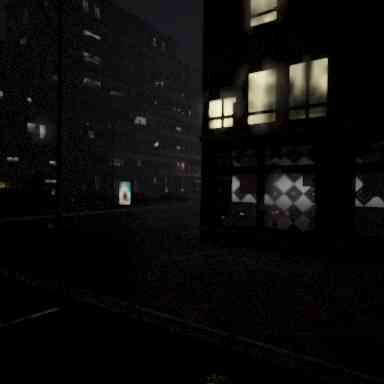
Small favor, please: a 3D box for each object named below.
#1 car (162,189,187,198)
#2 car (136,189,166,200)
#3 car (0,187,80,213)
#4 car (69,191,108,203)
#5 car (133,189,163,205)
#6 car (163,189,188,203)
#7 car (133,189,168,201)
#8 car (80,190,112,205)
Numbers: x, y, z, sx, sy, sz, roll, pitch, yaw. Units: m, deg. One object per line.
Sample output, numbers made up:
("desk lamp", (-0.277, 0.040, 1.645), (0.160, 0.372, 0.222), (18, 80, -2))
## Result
("car", (-2.824, 0.256, 53.426), (1.802, 1.307, 4.206), (3, 3, 35))
("car", (-5.993, 0.331, 48.876), (2.008, 1.369, 4.403), (3, 3, 35))
("car", (-11.760, 0.657, 25.928), (2.192, 1.841, 5.009), (2, 2, 35))
("car", (-12.334, 0.573, 39.776), (1.802, 1.307, 4.206), (3, 3, 35))
("car", (-5.422, 0.698, 35.039), (1.947, 1.339, 4.313), (2, 2, 35))
("car", (-2.251, 0.593, 39.591), (1.947, 1.339, 4.313), (2, 2, 35))
("car", (-5.525, 0.357, 45.023), (1.882, 1.535, 5.008), (1, 2, 35))
("car", (-11.174, 0.558, 36.932), (2.128, 1.511, 4.902), (1, 2, 35))
